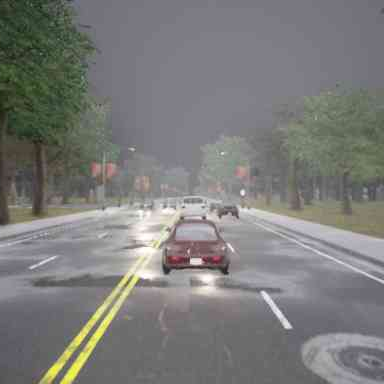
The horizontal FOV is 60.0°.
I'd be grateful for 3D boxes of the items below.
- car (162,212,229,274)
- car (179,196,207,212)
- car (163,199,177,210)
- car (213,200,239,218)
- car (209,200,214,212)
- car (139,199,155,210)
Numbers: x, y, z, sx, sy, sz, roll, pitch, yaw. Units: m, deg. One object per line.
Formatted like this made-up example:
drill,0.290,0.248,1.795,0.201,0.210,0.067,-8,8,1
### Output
car,0.099,1.585,10.633,1.812,1.442,4.674,0,0,0
car,0.094,1.383,28.849,2.150,2.045,5.566,0,0,0
car,-3.260,1.779,48.946,2.128,1.511,4.902,0,0,0
car,3.342,1.684,31.771,1.837,1.490,4.892,0,0,0
car,3.242,1.732,42.126,2.128,1.511,4.902,0,0,0
car,-6.511,1.774,48.755,2.128,1.511,4.902,0,0,0
